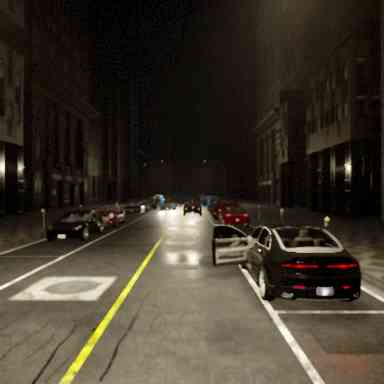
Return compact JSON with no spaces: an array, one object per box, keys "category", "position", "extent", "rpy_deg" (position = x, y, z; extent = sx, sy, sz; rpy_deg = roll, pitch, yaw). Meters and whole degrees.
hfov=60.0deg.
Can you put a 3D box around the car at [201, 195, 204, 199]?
[{"category":"car","position":[2.772,1.669,56.347],"extent":[1.947,1.339,4.313],"rpy_deg":[0,0,0]}]

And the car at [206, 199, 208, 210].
[{"category":"car","position":[2.769,1.627,33.800],"extent":[1.947,1.339,4.313],"rpy_deg":[0,0,0]}]

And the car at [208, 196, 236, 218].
[{"category":"car","position":[2.769,1.366,28.164],"extent":[2.192,1.841,5.009],"rpy_deg":[0,0,0]}]

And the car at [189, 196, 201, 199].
[{"category":"car","position":[0.032,1.611,46.906],"extent":[1.812,1.442,4.674],"rpy_deg":[0,0,1]}]

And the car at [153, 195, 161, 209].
[{"category":"car","position":[-5.754,1.522,45.063],"extent":[1.967,1.590,4.097],"rpy_deg":[0,0,0]}]

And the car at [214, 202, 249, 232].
[{"category":"car","position":[2.767,1.586,22.527],"extent":[1.887,1.381,4.507],"rpy_deg":[0,0,0]}]

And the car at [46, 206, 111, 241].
[{"category":"car","position":[-5.758,1.597,16.882],"extent":[1.947,1.339,4.313],"rpy_deg":[0,0,0]}]

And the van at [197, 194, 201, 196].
[{"category":"van","position":[2.777,1.503,84.531],"extent":[1.690,1.788,3.998],"rpy_deg":[0,0,0]}]

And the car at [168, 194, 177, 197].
[{"category":"car","position":[-5.748,1.477,84.518],"extent":[2.192,1.841,5.009],"rpy_deg":[0,0,0]}]

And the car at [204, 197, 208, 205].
[{"category":"car","position":[2.770,1.638,39.437],"extent":[1.947,1.339,4.313],"rpy_deg":[0,0,0]}]

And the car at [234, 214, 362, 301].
[{"category":"car","position":[2.355,1.520,8.324],"extent":[1.837,1.490,4.892],"rpy_deg":[0,0,0]}]

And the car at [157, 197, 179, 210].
[{"category":"car","position":[-3.030,1.680,43.092],"extent":[1.895,1.301,4.718],"rpy_deg":[0,0,1]}]

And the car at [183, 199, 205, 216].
[{"category":"car","position":[0.065,1.662,33.742],"extent":[1.895,1.301,4.718],"rpy_deg":[0,0,0]}]

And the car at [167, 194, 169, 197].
[{"category":"car","position":[-5.752,1.639,61.802],"extent":[1.752,1.417,4.829],"rpy_deg":[0,0,0]}]

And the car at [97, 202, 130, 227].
[{"category":"car","position":[-5.757,1.481,22.519],"extent":[1.967,1.590,4.097],"rpy_deg":[0,0,0]}]

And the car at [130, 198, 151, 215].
[{"category":"car","position":[-5.756,1.612,33.791],"extent":[2.008,1.369,4.403],"rpy_deg":[0,0,0]}]

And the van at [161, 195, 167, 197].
[{"category":"van","position":[-5.752,1.444,56.336],"extent":[1.690,1.788,3.998],"rpy_deg":[0,0,0]}]

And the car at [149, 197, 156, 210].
[{"category":"car","position":[-5.755,1.597,39.257],"extent":[1.752,1.417,4.829],"rpy_deg":[0,0,0]}]

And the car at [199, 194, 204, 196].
[{"category":"car","position":[2.774,1.669,67.620],"extent":[1.887,1.381,4.507],"rpy_deg":[0,0,0]}]

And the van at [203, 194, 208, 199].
[{"category":"van","position":[2.772,1.423,45.074],"extent":[1.690,1.788,3.998],"rpy_deg":[0,0,0]}]
